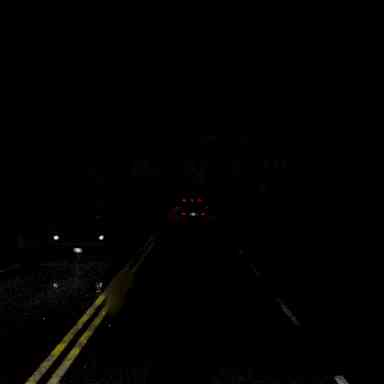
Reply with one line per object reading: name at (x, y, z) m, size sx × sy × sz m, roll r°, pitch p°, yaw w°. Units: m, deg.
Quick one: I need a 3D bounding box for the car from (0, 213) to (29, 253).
car at (-7.080, 1.399, 10.495) m, size 1.882 × 1.535 × 5.008 m, roll 0°, pitch 0°, yaw 0°

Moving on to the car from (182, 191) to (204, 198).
car at (0.082, 0.953, 35.905) m, size 2.150 × 2.045 × 5.566 m, roll 0°, pitch 0°, yaw 1°

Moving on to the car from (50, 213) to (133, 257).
car at (-3.572, 1.506, 12.659) m, size 1.895 × 1.301 × 4.718 m, roll 0°, pitch 0°, yaw 0°

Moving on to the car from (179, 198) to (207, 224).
car at (0.086, 1.377, 22.754) m, size 2.033 × 1.411 × 5.357 m, roll 0°, pitch 0°, yaw 0°
